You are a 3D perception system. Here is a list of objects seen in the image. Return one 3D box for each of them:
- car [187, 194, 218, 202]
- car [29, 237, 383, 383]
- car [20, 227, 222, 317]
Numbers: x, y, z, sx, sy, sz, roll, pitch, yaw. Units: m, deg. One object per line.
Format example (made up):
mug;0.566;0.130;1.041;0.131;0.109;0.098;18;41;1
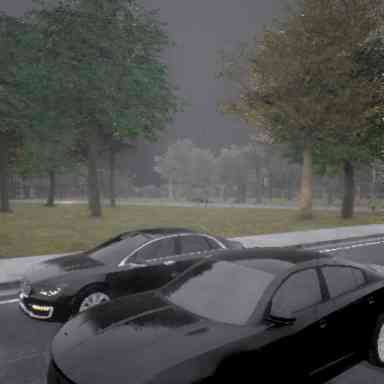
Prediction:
car;1.681;1.356;66.553;5.566;2.045;2.150;0;-1;32
car;0.854;1.511;4.276;5.008;1.535;1.882;0;0;-35
car;-0.885;1.541;7.032;4.892;1.490;1.837;1;-1;-35
